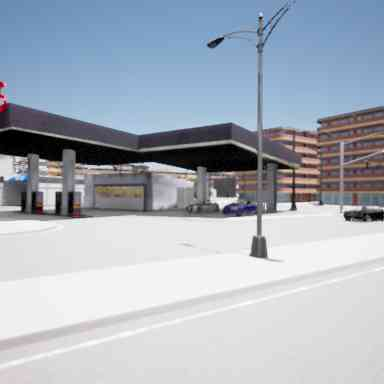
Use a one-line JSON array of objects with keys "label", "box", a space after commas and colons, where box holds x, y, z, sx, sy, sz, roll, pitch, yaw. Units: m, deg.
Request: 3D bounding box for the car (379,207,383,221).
[{"label": "car", "box": [16.815, 1.742, 25.704, 5.008, 1.535, 1.882, 1, -1, -35]}]

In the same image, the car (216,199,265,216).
[{"label": "car", "box": [5.211, 1.514, 33.647, 4.611, 1.667, 2.242, 1, 0, -35]}]

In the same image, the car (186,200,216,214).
[{"label": "car", "box": [1.252, 1.667, 37.879, 3.806, 1.475, 1.970, 1, 0, -35]}]

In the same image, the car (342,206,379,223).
[{"label": "car", "box": [15.076, 1.867, 28.760, 4.718, 1.301, 1.895, 1, 0, -35]}]
